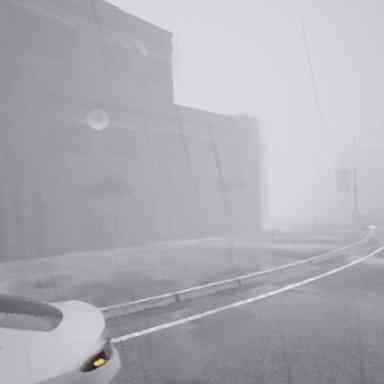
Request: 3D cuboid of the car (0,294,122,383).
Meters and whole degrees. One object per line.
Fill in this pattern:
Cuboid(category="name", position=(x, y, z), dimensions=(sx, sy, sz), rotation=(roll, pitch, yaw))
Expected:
Cuboid(category="car", position=(-2.800, 1.549, 2.240), dimensions=(4.674, 1.442, 1.812), rotation=(1, -1, -36))

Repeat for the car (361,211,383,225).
Cuboid(category="car", position=(20.256, 2.839, 36.855), dimensions=(1.812, 1.442, 4.674), rotation=(-2, -3, 11))
